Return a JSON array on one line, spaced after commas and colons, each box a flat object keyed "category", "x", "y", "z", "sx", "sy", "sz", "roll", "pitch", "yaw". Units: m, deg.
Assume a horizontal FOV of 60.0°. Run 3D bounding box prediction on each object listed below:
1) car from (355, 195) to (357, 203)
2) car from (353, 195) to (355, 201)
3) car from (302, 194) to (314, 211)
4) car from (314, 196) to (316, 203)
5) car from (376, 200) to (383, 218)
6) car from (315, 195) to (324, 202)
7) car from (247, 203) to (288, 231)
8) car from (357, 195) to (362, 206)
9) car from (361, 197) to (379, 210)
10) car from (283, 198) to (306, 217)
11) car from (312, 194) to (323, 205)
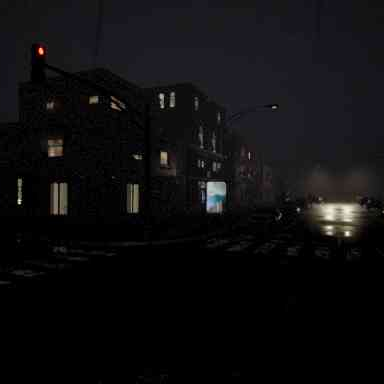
[{"category": "car", "x": 30.047, "y": 1.569, "z": 57.929, "sx": 2.008, "sy": 1.369, "sz": 4.403, "roll": 0, "pitch": 0, "yaw": 24}, {"category": "car", "x": 34.478, "y": 1.607, "z": 68.043, "sx": 1.802, "sy": 1.307, "sz": 4.206, "roll": 0, "pitch": 0, "yaw": 24}, {"category": "car", "x": 13.512, "y": 1.448, "z": 41.073, "sx": 1.967, "sy": 1.590, "sz": 4.097, "roll": 0, "pitch": 0, "yaw": 24}, {"category": "car", "x": 15.660, "y": 1.536, "z": 45.975, "sx": 1.752, "sy": 1.417, "sz": 4.829, "roll": 0, "pitch": 0, "yaw": 24}, {"category": "car", "x": 16.750, "y": 1.588, "z": 27.581, "sx": 1.802, "sy": 1.307, "sz": 4.206, "roll": 0, "pitch": 0, "yaw": 24}, {"category": "car", "x": 31.241, "y": 1.472, "z": 81.536, "sx": 1.967, "sy": 1.590, "sz": 4.097, "roll": 0, "pitch": 0, "yaw": 24}, {"category": "car", "x": 4.648, "y": 1.585, "z": 20.842, "sx": 1.802, "sy": 1.307, "sz": 4.206, "roll": 0, "pitch": 0, "yaw": 24}, {"category": "car", "x": 27.831, "y": 1.456, "z": 52.870, "sx": 1.967, "sy": 1.590, "sz": 4.097, "roll": 0, "pitch": 0, "yaw": 24}, {"category": "car", "x": 23.398, "y": 1.562, "z": 42.755, "sx": 2.008, "sy": 1.369, "sz": 4.403, "roll": 0, "pitch": 0, "yaw": 24}, {"category": "car", "x": 9.079, "y": 1.556, "z": 30.957, "sx": 2.008, "sy": 1.369, "sz": 4.403, "roll": 0, "pitch": 0, "yaw": 24}, {"category": "car", "x": 22.377, "y": 1.333, "z": 61.305, "sx": 2.192, "sy": 1.841, "sz": 5.009, "roll": 0, "pitch": 0, "yaw": 24}]
